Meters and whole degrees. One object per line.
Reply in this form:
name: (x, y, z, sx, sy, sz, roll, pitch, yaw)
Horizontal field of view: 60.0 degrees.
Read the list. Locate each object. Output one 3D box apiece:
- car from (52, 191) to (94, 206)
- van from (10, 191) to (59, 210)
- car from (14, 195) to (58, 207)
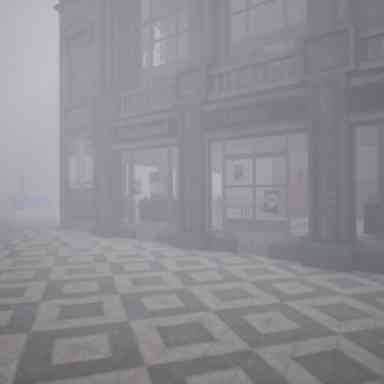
car: (-15.932, 0.797, 44.925, 2.192, 1.841, 5.009, 0, 0, 35)
van: (-15.025, 0.815, 31.453, 1.690, 1.788, 3.998, 0, 0, 35)
car: (-18.988, 1.042, 40.609, 1.887, 1.381, 4.507, 0, 0, 35)
